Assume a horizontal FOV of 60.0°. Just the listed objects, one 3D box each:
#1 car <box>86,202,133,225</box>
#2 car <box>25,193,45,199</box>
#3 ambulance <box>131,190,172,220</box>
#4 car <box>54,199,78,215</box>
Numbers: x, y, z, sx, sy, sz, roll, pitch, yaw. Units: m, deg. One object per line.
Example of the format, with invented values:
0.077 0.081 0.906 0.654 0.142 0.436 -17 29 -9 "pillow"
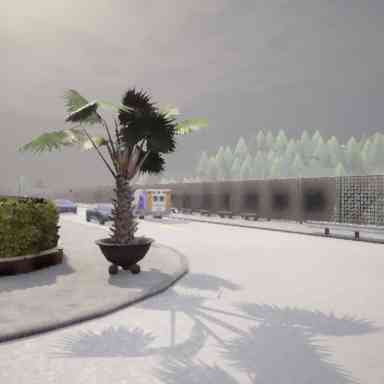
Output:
-6.382 1.526 24.413 1.812 1.442 4.674 0 0 -36 "car"
-22.373 1.226 47.137 2.150 2.045 5.566 0 0 -35 "car"
-4.300 1.031 28.536 2.351 2.431 6.366 0 0 -35 "ambulance"
-13.245 1.478 34.092 1.882 1.535 5.008 0 0 -35 "car"
